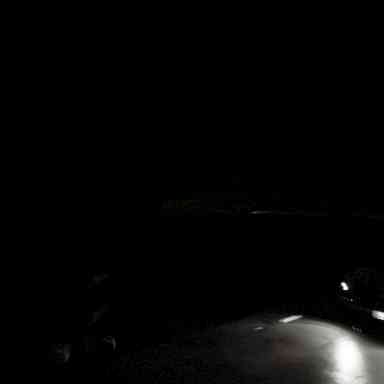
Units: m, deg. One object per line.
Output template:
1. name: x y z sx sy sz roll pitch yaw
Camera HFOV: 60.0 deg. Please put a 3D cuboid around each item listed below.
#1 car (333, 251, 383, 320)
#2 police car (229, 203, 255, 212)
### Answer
1. car: 5.147 1.572 6.802 5.357 1.411 2.033 0 0 -36
2. police car: 8.639 2.667 57.452 2.038 1.542 4.974 -2 0 -36
